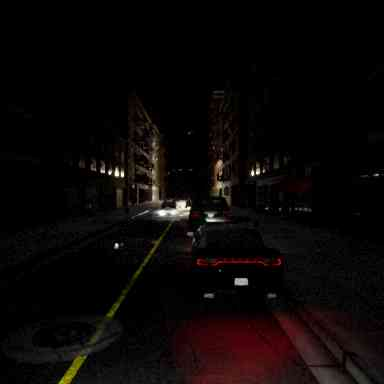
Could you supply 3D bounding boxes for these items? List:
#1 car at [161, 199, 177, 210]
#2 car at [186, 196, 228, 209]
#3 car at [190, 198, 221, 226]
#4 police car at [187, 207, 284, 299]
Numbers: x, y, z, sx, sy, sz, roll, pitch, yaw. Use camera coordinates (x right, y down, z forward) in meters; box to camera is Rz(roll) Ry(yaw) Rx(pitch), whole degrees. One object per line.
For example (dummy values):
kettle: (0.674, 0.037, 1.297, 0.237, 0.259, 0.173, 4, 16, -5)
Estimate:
car: (-3.010, 1.623, 43.418, 1.895, 1.301, 4.718, 0, 0, 0)
car: (0.896, 1.229, 18.554, 2.150, 2.045, 5.566, 0, 0, 0)
car: (0.894, 1.359, 24.494, 2.097, 1.767, 4.553, 0, 0, 0)
police car: (0.898, 1.427, 8.633, 1.930, 1.638, 5.238, 0, 0, 0)
